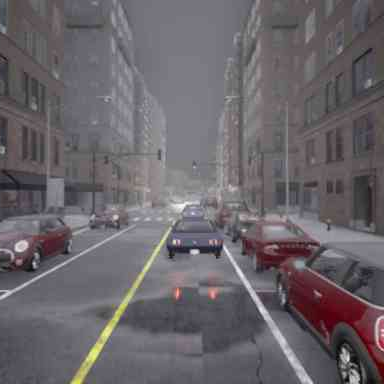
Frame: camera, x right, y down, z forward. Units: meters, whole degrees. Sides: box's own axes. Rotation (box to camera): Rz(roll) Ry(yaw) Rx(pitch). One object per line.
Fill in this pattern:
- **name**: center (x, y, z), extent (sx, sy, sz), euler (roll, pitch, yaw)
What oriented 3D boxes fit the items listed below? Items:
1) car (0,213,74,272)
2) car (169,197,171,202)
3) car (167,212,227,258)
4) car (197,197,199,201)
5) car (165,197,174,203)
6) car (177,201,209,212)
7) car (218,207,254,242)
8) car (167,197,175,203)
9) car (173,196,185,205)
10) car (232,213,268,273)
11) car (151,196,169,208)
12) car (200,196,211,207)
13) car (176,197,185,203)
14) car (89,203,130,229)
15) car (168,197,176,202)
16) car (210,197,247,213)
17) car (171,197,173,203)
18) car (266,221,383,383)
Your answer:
- **car**: center (-5.395, 1.505, 10.792), extent (1.967, 1.590, 4.097), euler (0, 0, 0)
- **car**: center (-5.455, 1.918, 60.218), extent (1.947, 1.339, 4.313), euler (0, 0, 0)
- **car**: center (0.093, 1.678, 13.081), extent (1.895, 1.301, 4.718), euler (0, 0, 0)
- **car**: center (2.646, 1.698, 65.730), extent (2.192, 1.841, 5.009), euler (0, 0, 0)
- **car**: center (-5.459, 2.023, 82.233), extent (1.887, 1.381, 4.507), euler (0, 0, 0)
- **car**: center (0.081, 1.709, 27.510), extent (2.033, 1.411, 5.357), euler (0, 0, 0)
- **car**: center (2.627, 1.648, 16.480), extent (2.008, 1.369, 4.403), euler (0, 0, 0)
- **car**: center (-5.461, 2.055, 87.737), extent (1.887, 1.381, 4.507), euler (0, 0, 0)
- **car**: center (-2.795, 1.918, 67.364), extent (1.812, 1.442, 4.674), euler (0, 0, 0)
- **car**: center (2.630, 1.609, 10.798), extent (1.887, 1.381, 4.507), euler (0, 0, 0)
- **car**: center (-5.453, 1.635, 54.716), extent (2.192, 1.841, 5.009), euler (0, 0, 0)
- **car**: center (2.669, 1.603, 49.219), extent (2.192, 1.841, 5.009), euler (0, 0, 0)
- **car**: center (-2.803, 1.992, 82.794), extent (2.128, 1.511, 4.902), euler (0, 0, 0)
- **car**: center (-5.402, 1.571, 22.157), extent (1.967, 1.590, 4.097), euler (0, 0, 0)
- **car**: center (-5.462, 2.092, 93.240), extent (2.008, 1.369, 4.403), euler (0, 0, 0)
- **car**: center (2.623, 1.446, 22.163), extent (2.192, 1.841, 5.009), euler (0, 0, 0)
- **car**: center (-5.456, 1.934, 65.722), extent (2.008, 1.369, 4.403), euler (0, 0, 0)
- **car**: center (2.634, 1.471, 5.116), extent (1.967, 1.590, 4.097), euler (0, 0, 0)
